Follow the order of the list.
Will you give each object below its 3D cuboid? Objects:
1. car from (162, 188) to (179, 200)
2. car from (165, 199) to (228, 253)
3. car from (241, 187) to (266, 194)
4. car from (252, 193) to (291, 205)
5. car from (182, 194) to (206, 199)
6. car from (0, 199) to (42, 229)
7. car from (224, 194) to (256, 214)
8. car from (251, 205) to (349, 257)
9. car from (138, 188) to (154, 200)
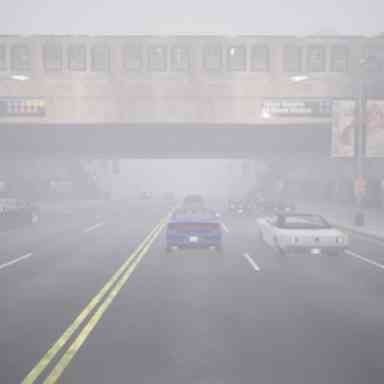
[{"bbox_3d":[-3.445,0.514,50.822,2.033,1.411,5.357,0,1,0],"label":"car"},{"bbox_3d":[0.069,1.221,12.511,1.882,1.535,5.008,0,1,0],"label":"car"},{"bbox_3d":[6.684,0.491,36.190,2.435,2.045,5.566,0,1,0],"label":"car"},{"bbox_3d":[6.728,1.008,28.802,1.895,1.301,4.718,0,1,0],"label":"car"},{"bbox_3d":[0.148,0.930,28.274,1.837,1.490,4.892,0,2,1],"label":"car"},{"bbox_3d":[-10.003,1.122,17.575,2.231,1.521,4.892,0,1,10],"label":"car"},{"bbox_3d":[3.623,1.055,26.751,1.895,1.301,4.718,0,1,1],"label":"car"},{"bbox_3d":[3.563,1.360,11.748,1.895,1.301,4.718,0,1,0],"label":"car"},{"bbox_3d":[-6.943,0.515,50.763,2.033,1.411,5.357,0,1,0],"label":"car"}]
